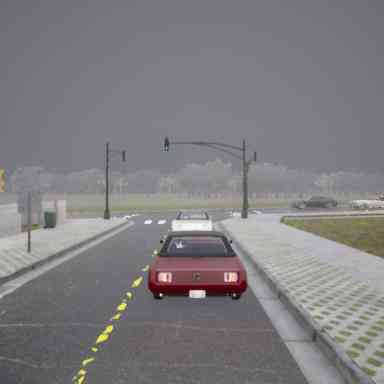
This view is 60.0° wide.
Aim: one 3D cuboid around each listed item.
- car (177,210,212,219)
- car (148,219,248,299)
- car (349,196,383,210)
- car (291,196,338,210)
[{"bbox_3d":[0.109,1.615,17.531,1.895,1.301,4.718,0,0,3],"label":"car"},{"bbox_3d":[0.106,1.602,8.372,1.895,1.301,4.718,0,0,0],"label":"car"},{"bbox_3d":[18.240,1.076,33.055,4.718,1.301,1.895,-2,-1,2],"label":"car"},{"bbox_3d":[13.384,1.186,36.491,4.892,1.490,1.837,-2,-1,2],"label":"car"}]
